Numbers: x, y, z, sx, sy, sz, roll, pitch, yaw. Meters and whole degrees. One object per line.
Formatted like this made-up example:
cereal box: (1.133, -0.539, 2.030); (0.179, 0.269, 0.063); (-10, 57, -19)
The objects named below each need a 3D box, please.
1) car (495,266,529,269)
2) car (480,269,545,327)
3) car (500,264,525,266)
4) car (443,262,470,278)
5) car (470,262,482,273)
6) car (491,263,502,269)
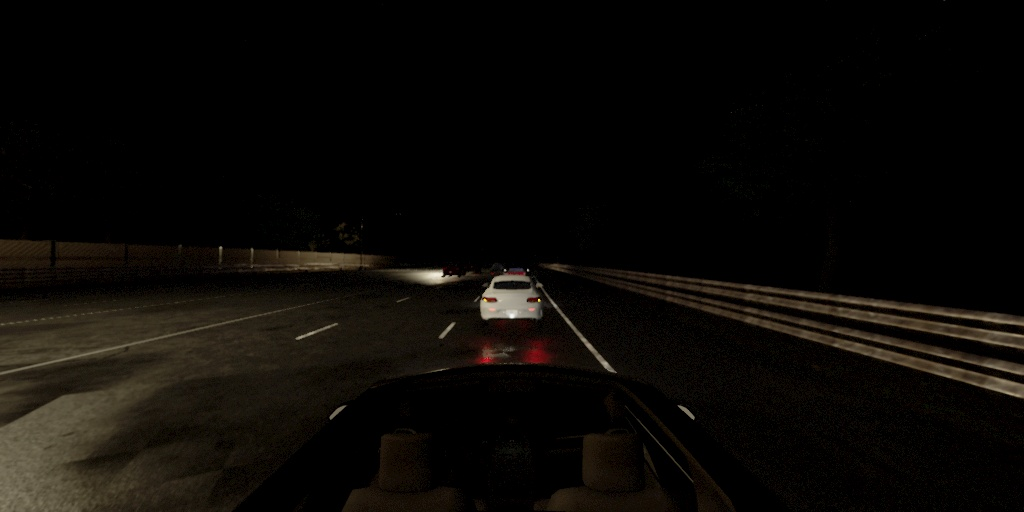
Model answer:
car: (0.162, 1.447, 20.376); (1.895, 1.301, 4.718); (0, 0, 1)
car: (0.021, 1.316, 11.627); (1.812, 1.442, 4.674); (0, 0, 1)
car: (0.341, 1.468, 26.858); (1.994, 1.385, 4.181); (0, -1, 2)
car: (-6.199, 1.530, 38.927); (1.882, 1.535, 5.008); (0, -1, 2)
car: (-5.813, 1.624, 53.953); (2.097, 1.767, 4.553); (0, -1, 1)
car: (-2.231, 1.875, 57.878); (1.812, 1.442, 4.674); (0, -1, 1)
